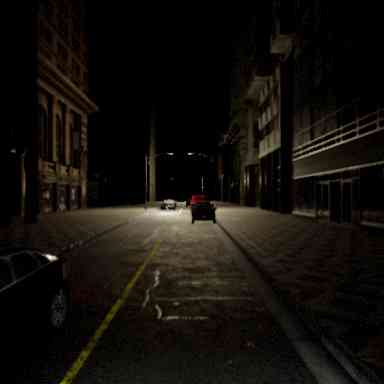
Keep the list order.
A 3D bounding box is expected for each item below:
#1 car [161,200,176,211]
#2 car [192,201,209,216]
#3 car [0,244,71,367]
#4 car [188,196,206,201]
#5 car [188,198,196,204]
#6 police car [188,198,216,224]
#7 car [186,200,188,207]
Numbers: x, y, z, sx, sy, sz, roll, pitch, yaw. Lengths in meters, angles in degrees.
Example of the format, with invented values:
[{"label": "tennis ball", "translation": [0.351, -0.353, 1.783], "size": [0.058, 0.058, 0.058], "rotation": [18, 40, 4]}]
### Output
[{"label": "car", "translation": [-3.121, 1.792, 44.809], "size": [2.128, 1.511, 4.902], "rotation": [0, 0, 0]}, {"label": "car", "translation": [0.872, 1.766, 36.638], "size": [1.812, 1.442, 4.674], "rotation": [0, 0, 0]}, {"label": "car", "translation": [-3.105, 1.517, 4.138], "size": [2.128, 1.511, 4.902], "rotation": [0, 0, 0]}, {"label": "car", "translation": [0.869, 1.510, 42.671], "size": [2.150, 2.045, 5.566], "rotation": [0, 0, 0]}, {"label": "car", "translation": [-0.059, 2.082, 80.214], "size": [1.895, 1.301, 4.718], "rotation": [0, -1, 0]}, {"label": "police car", "translation": [0.879, 1.596, 26.748], "size": [1.930, 1.638, 5.238], "rotation": [0, 0, 0]}, {"label": "car", "translation": [-0.046, 1.786, 61.040], "size": [2.097, 1.767, 4.553], "rotation": [0, 0, 0]}]
